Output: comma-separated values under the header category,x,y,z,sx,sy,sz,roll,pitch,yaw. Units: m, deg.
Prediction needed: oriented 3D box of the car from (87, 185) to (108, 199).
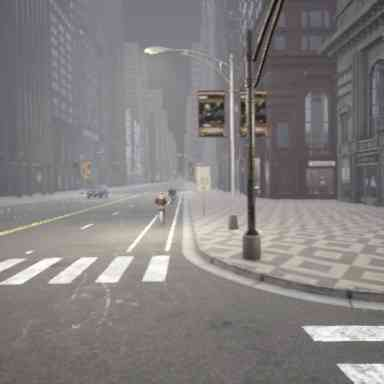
category,x,y,z,sx,sy,sz,roll,pitch,yaw
car,-14.278,-0.083,50.566,2.150,2.045,5.566,-1,2,-1

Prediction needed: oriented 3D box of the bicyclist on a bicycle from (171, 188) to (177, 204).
category,x,y,z,sx,sy,sz,roll,pitch,yaw
bicyclist on a bicycle,-1.894,0.387,35.851,0.582,1.620,1.656,-1,2,-2

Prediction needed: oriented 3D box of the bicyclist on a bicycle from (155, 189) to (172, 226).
category,x,y,z,sx,sy,sz,roll,pitch,yaw
bicyclist on a bicycle,-1.564,0.846,17.170,0.659,1.776,1.843,-1,2,-1

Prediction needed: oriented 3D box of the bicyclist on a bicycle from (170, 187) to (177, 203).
category,x,y,z,sx,sy,sz,roll,pitch,yaw
bicyclist on a bicycle,-2.165,0.347,34.496,0.659,1.776,1.843,0,2,0
